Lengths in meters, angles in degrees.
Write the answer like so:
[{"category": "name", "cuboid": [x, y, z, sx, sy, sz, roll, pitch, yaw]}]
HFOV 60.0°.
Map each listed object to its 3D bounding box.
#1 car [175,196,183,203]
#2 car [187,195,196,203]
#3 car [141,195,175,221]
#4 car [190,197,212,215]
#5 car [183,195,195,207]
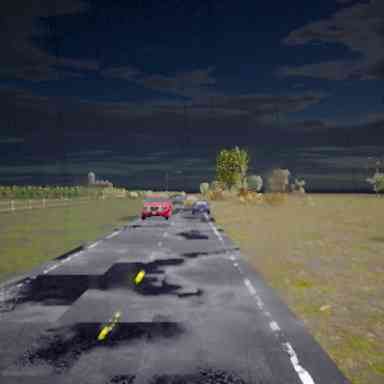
[{"category": "car", "cuboid": [-2.793, 1.577, 68.996, 1.837, 1.490, 4.892, 0, 0, 0]}, {"category": "car", "cuboid": [-0.043, 1.426, 70.856, 1.882, 1.535, 5.008, 0, 0, 0]}, {"category": "car", "cuboid": [-2.866, 1.237, 27.899, 2.150, 2.045, 5.566, 0, 0, 0]}, {"category": "car", "cuboid": [0.941, 1.553, 34.381, 1.812, 1.442, 4.674, 0, 0, 0]}, {"category": "car", "cuboid": [-0.031, 1.537, 52.344, 1.882, 1.535, 5.008, 0, 0, 0]}]
